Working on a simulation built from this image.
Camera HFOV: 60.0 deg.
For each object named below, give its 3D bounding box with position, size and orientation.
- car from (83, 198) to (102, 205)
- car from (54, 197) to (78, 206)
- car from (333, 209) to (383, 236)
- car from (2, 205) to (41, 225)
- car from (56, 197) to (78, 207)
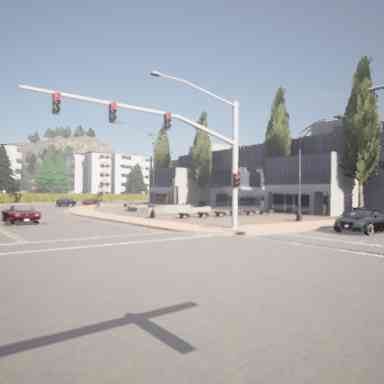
[{"bbox_3d":[-18.698,1.770,62.627,1.994,1.385,4.181,0,0,17],"label":"car"},{"bbox_3d":[-22.787,1.686,60.321,1.812,1.442,4.674,0,0,10],"label":"car"},{"bbox_3d":[10.365,1.756,19.981,4.181,1.385,1.994,1,0,-35],"label":"car"},{"bbox_3d":[-12.812,1.639,24.808,1.895,1.301,4.718,1,0,-38],"label":"car"},{"bbox_3d":[-19.624,1.647,52.636,1.837,1.490,4.892,0,0,-1],"label":"car"}]
